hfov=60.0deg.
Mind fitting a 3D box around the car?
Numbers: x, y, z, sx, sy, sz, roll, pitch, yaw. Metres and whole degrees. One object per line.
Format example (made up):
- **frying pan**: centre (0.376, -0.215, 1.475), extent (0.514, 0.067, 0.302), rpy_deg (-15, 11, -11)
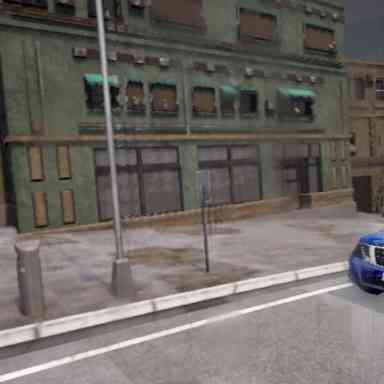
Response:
- **car**: centre (5.919, 1.181, 7.310), extent (5.566, 2.045, 2.150), rpy_deg (0, 1, -30)
